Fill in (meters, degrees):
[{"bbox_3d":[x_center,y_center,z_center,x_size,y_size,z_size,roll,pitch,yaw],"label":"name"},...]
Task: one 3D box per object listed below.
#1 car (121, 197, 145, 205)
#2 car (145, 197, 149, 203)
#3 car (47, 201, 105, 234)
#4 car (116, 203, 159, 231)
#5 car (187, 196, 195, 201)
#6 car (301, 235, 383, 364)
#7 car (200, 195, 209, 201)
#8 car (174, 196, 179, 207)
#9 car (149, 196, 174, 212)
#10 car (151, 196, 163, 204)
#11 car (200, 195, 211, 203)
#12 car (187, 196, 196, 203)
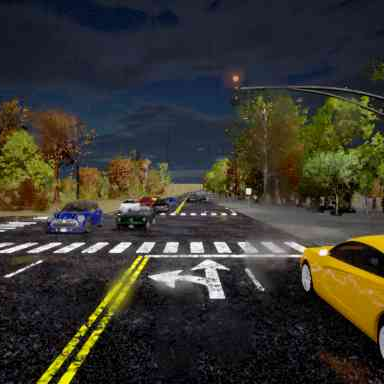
[{"bbox_3d":[-6.704,1.527,36.365,1.812,1.442,4.674,0,0,0],"label":"car"},{"bbox_3d":[-6.729,1.482,49.313,1.882,1.535,5.008,0,0,0],"label":"car"},{"bbox_3d":[-6.654,1.374,19.468,2.097,1.767,4.553,0,0,0],"label":"car"},{"bbox_3d":[-3.407,1.611,20.887,1.895,1.301,4.718,0,0,0],"label":"car"},{"bbox_3d":[-0.228,1.608,82.020,1.895,1.301,4.718,0,0,0],"label":"car"},{"bbox_3d":[3.347,1.444,5.450,1.882,1.535,5.008,0,1,0],"label":"car"},{"bbox_3d":[3.022,1.459,81.684,2.033,1.411,5.357,0,0,0],"label":"car"},{"bbox_3d":[-3.488,1.530,52.561,1.812,1.442,4.674,0,0,0],"label":"car"},{"bbox_3d":[-3.456,1.507,37.980,1.837,1.490,4.892,0,0,0],"label":"car"},{"bbox_3d":[-6.723,1.485,64.734,1.882,1.535,5.008,0,0,0],"label":"car"},{"bbox_3d":[3.073,1.506,71.529,2.128,1.511,4.902,0,0,0],"label":"car"},{"bbox_3d":[-0.159,1.567,72.197,1.994,1.385,4.181,0,0,0],"label":"car"}]
